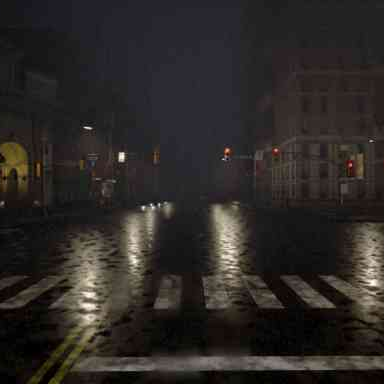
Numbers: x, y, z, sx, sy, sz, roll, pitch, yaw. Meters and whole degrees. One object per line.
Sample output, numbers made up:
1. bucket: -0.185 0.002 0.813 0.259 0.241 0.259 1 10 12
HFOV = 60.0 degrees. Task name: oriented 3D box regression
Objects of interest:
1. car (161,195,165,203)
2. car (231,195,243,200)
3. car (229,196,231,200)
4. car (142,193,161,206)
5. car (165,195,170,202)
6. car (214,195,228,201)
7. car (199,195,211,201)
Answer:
1. car: -7.009 1.505 66.178 1.837 1.490 4.892 0 0 1
2. car: 12.455 1.500 94.111 1.837 1.490 4.892 0 0 41
3. car: 8.234 1.466 94.330 1.882 1.535 5.008 0 0 38
4. car: -7.076 1.221 56.486 2.150 2.045 5.566 0 0 0
5. car: -6.352 1.478 76.621 1.882 1.535 5.008 0 0 7
6. car: 7.088 1.525 85.317 2.128 1.511 4.902 0 0 25
7. car: 3.287 1.524 85.339 1.812 1.442 4.674 0 0 22
